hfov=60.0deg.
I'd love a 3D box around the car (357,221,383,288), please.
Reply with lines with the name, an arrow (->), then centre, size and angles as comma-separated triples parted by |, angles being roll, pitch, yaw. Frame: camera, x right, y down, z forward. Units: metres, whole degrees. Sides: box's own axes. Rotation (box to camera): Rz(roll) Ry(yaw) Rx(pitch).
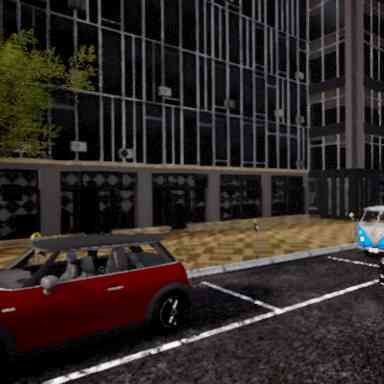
car -> 6.299, 1.509, 7.861 | 4.902, 1.511, 2.128 | 0, 0, -35

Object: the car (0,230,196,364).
car -> -2.023, 1.443, 5.147 | 4.097, 1.590, 1.967 | 0, -1, -35

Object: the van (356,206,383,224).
van -> 7.588, 1.366, 11.989 | 3.998, 1.788, 1.690 | 0, -1, -35
